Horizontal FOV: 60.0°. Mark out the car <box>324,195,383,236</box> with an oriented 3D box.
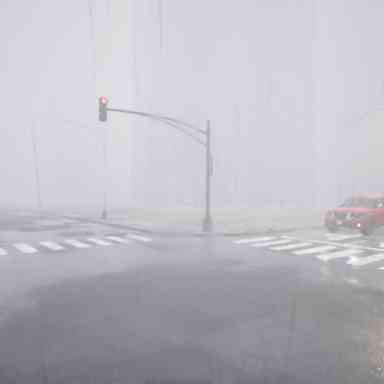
[{"bbox_3d":[9.793,1.206,18.668,5.566,2.045,2.150,0,0,-35],"label":"car"}]
